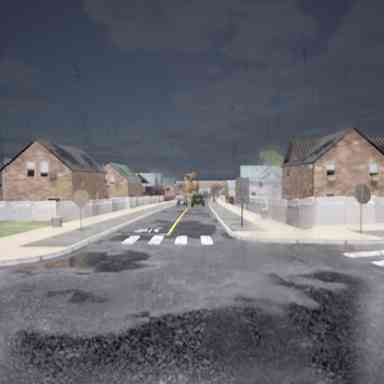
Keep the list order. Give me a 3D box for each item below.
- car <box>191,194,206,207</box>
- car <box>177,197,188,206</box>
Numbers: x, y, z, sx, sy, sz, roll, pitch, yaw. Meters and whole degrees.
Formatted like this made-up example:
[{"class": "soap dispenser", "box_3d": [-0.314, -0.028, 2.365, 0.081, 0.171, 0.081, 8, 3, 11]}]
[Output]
[{"class": "car", "box_3d": [0.977, 1.386, 53.664, 2.150, 2.045, 5.566, 0, 0, 2]}, {"class": "car", "box_3d": [-1.621, 1.680, 57.912, 2.128, 1.511, 4.902, 0, 0, 2]}]
